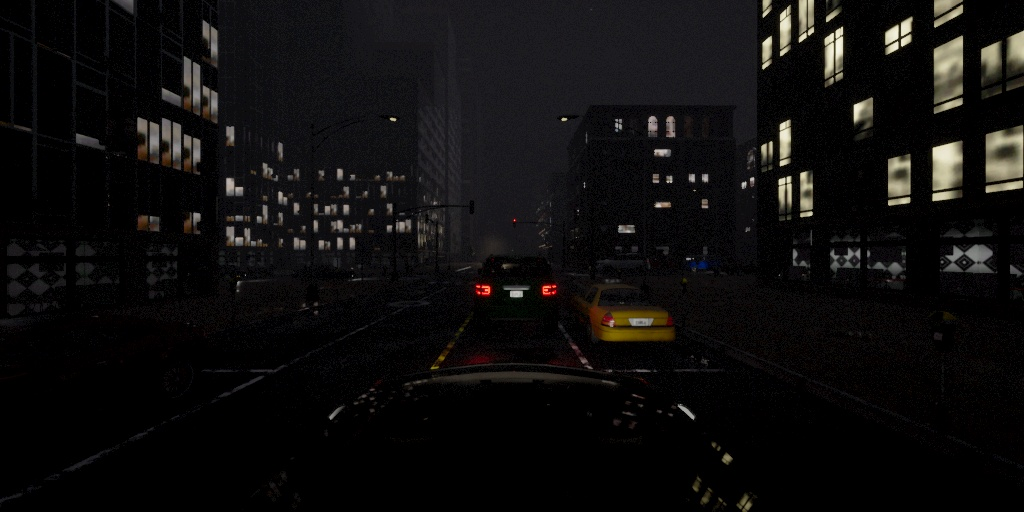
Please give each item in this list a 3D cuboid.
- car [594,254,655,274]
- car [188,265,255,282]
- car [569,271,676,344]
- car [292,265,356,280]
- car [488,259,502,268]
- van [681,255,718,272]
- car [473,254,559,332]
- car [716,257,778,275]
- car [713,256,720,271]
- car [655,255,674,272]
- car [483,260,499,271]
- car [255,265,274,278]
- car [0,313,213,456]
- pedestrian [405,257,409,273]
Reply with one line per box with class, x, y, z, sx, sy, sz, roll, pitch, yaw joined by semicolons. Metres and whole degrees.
car;11.365;0.807;37.132;5.566;2.045;2.150;-1;0;-1
car;-27.521;1.602;33.694;4.892;1.490;1.837;-1;0;-1
car;2.562;1.275;9.429;1.751;1.417;4.829;0;0;0
car;-17.706;1.515;33.824;5.357;1.411;2.033;-1;0;-1
car;-2.858;1.300;60.769;2.033;1.411;5.357;0;0;0
van;20.959;0.800;39.703;3.998;1.789;1.690;0;0;-1
car;0.094;0.971;10.983;2.150;2.045;5.566;0;0;0
car;21.071;1.019;31.823;4.507;1.381;1.888;0;0;-1
car;23.797;0.993;37.266;4.181;1.385;1.994;-1;0;0
car;15.304;0.844;39.641;5.009;1.841;2.192;0;0;-1
car;-2.861;1.299;50.632;2.033;1.411;5.357;0;0;-1
car;-28.422;1.648;39.064;4.403;1.370;2.007;0;0;-1
car;-5.316;1.332;3.695;1.802;1.307;4.207;0;0;0
pedestrian;-12.371;1.020;42.257;0.375;1.860;0.375;0;1;-1
